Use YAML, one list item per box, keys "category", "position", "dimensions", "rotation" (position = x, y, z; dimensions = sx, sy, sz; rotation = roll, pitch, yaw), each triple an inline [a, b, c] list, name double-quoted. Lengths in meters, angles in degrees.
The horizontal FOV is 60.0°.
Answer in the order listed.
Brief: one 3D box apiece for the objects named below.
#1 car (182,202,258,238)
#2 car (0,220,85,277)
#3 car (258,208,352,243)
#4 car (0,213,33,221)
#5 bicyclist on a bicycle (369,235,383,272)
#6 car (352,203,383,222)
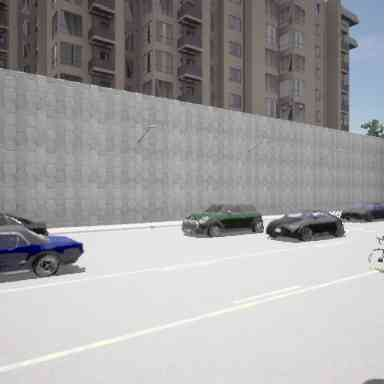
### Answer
- category: "car"
  position: [1.678, 1.353, 17.854]
  dimensions: [4.553, 1.767, 2.097]
  rotation: [0, 0, -34]
- category: "car"
  position: [-5.442, 1.601, 8.706]
  dimensions: [4.718, 1.301, 1.895]
  rotation: [0, 0, -35]
- category: "car"
  position: [5.567, 1.564, 16.281]
  dimensions: [4.181, 1.385, 1.994]
  rotation: [0, 0, -34]
- category: "car"
  position: [-7.582, 1.505, 11.523]
  dimensions: [4.892, 1.490, 1.837]
  rotation: [0, 0, -34]
- category: "bicyclist on a bicycle"
  position: [5.574, 1.454, 8.963]
  dimensions: [0.582, 1.620, 1.656]
  rotation: [0, -1, -34]
- category: "car"
  position: [13.996, 1.548, 26.170]
  dimensions: [5.357, 1.411, 2.033]
  rotation: [0, 0, -34]
